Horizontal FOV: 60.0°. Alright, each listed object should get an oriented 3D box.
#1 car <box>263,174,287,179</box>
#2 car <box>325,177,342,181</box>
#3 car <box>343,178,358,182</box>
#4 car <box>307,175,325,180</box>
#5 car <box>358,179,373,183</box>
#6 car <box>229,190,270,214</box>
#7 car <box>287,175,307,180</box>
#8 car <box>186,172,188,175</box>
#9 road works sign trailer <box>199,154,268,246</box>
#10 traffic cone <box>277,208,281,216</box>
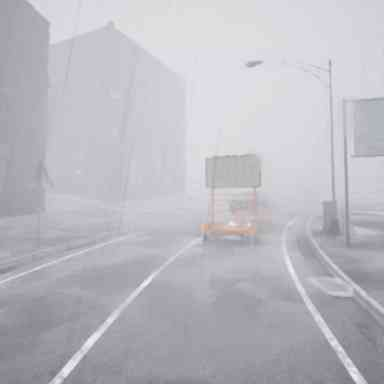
[{"bbox_3d":[17.835,-3.188,73.701,4.674,1.452,2.002,1,-4,-21],"label":"car"},{"bbox_3d":[33.237,-2.795,80.393,4.792,1.488,2.163,2,-4,-25],"label":"car"},{"bbox_3d":[38.202,-2.639,82.800,4.674,1.452,2.002,2,-4,-26],"label":"car"},{"bbox_3d":[28.038,-3.095,78.003,4.553,1.767,2.185,1,-4,-23],"label":"car"},{"bbox_3d":[43.027,-2.527,85.271,4.892,1.521,2.231,2,-4,-27],"label":"car"},{"bbox_3d":[5.338,0.899,30.354,2.150,2.045,5.566,-2,-1,31],"label":"car"},{"bbox_3d":[22.971,-3.102,75.800,5.008,1.535,2.097,1,-4,-22],"label":"car"},{"bbox_3d":[-2.825,-3.708,66.132,4.553,1.767,2.185,1,-4,-20],"label":"car"},{"bbox_3d":[1.796,0.231,14.073,2.380,3.560,2.880,-1,1,22],"label":"road works sign trailer"},{"bbox_3d":[6.826,1.556,26.139,0.340,0.580,0.340,-2,0,20],"label":"traffic cone"}]
